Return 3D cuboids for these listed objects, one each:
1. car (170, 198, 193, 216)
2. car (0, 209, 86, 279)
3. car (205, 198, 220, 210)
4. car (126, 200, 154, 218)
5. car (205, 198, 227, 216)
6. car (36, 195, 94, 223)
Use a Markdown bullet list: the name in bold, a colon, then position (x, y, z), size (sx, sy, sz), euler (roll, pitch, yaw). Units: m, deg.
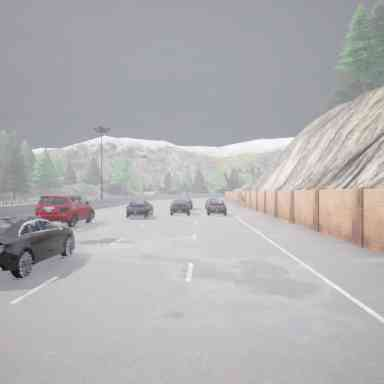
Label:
- **car**: position (-1.115, 1.505, 33.045), size (1.837, 1.490, 4.892), euler (0, 0, 1)
- **car**: position (-5.195, 1.491, 10.085), size (2.128, 1.511, 4.902), euler (0, 0, 1)
- **car**: position (2.642, 1.525, 43.256), size (1.812, 1.442, 4.674), euler (0, 0, 1)
- **car**: position (-4.683, 1.493, 30.336), size (2.128, 1.511, 4.902), euler (0, 0, 1)
- **car**: position (2.381, 1.491, 32.811), size (2.128, 1.511, 4.902), euler (0, 0, 1)
- **car**: position (-8.387, 1.218, 22.343), size (2.150, 2.045, 5.566), euler (0, 0, 1)
